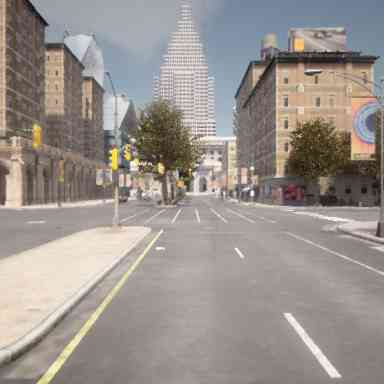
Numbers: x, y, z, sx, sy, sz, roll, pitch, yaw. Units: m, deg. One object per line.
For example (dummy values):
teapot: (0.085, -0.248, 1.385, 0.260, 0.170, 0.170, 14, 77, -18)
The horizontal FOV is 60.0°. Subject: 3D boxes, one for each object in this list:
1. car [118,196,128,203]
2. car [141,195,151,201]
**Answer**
car: (-14.749, 1.593, 69.442, 1.895, 1.301, 4.718, 0, 0, 0)
car: (-11.500, 1.487, 83.813, 2.033, 1.411, 5.357, 0, 0, 0)
